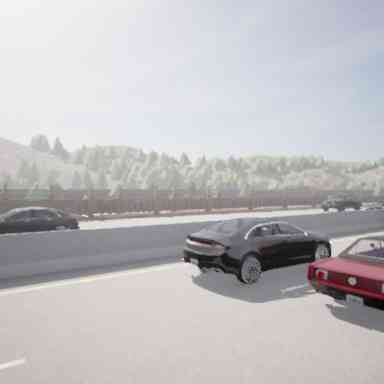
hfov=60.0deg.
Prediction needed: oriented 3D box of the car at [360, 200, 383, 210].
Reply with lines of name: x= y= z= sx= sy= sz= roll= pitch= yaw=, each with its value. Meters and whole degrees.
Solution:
car: x=16.980 y=1.536 z=28.957 sx=4.718 sy=1.301 sz=1.895 roll=0 pitch=0 yaw=-35

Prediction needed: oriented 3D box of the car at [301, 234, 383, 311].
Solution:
car: x=4.629 y=1.578 z=7.047 sx=4.718 sy=1.301 sz=1.895 roll=0 pitch=0 yaw=-36

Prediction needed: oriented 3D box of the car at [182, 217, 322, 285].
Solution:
car: x=2.025 y=1.469 z=9.483 sx=4.902 sy=1.511 sz=2.128 roll=0 pitch=0 yaw=-36

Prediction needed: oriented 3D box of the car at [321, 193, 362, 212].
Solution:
car: x=16.996 y=1.154 z=37.553 sx=5.566 sy=2.045 sz=2.150 roll=0 pitch=0 yaw=-35

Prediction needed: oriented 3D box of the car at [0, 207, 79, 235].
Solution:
car: x=-7.851 y=1.491 z=15.586 sx=4.892 sy=1.490 sz=1.837 roll=0 pitch=0 yaw=-35
